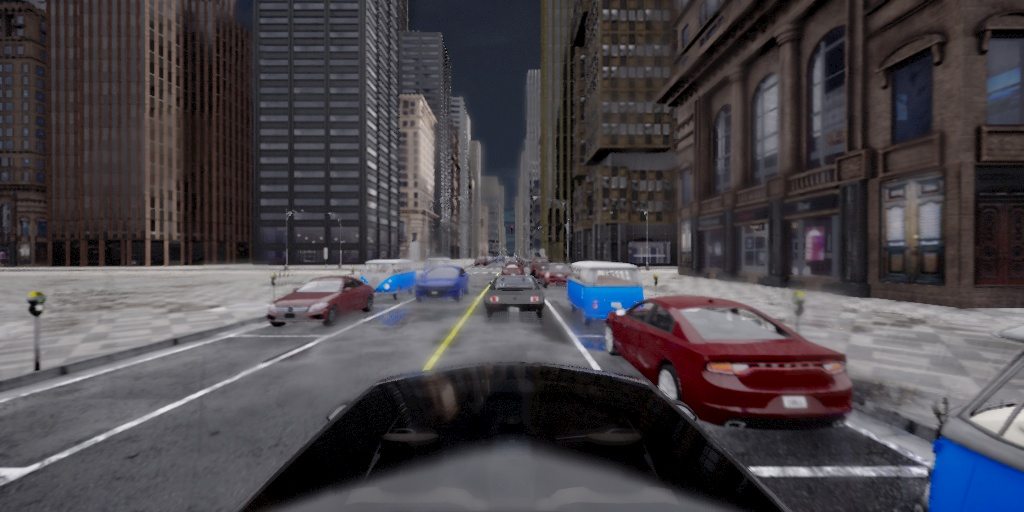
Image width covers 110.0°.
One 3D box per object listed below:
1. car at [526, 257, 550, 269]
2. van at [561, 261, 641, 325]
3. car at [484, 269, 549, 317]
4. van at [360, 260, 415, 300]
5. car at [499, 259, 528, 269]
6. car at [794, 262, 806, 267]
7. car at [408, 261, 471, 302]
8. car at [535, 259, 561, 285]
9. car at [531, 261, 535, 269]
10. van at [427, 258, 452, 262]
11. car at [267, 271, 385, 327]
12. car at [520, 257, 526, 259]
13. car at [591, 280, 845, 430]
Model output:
[{"bbox_3d":[2.763,0.995,34.115,2.192,1.841,5.009,0,0,0],"label":"car"},{"bbox_3d":[2.763,1.069,11.405,1.690,1.789,3.998,0,0,0],"label":"van"},{"bbox_3d":[0.092,1.326,13.002,1.895,1.301,4.718,0,0,0],"label":"car"},{"bbox_3d":[-5.762,1.057,17.073,1.690,1.789,3.998,0,0,0],"label":"van"},{"bbox_3d":[0.092,1.218,28.589,1.812,1.442,4.674,0,0,0],"label":"car"},{"bbox_3d":[39.239,1.126,46.278,5.357,1.411,2.033,0,0,0],"label":"car"},{"bbox_3d":[-3.098,1.194,16.825,1.882,1.535,5.008,0,0,0],"label":"car"},{"bbox_3d":[2.763,1.144,22.760,1.967,1.591,4.097,0,0,0],"label":"car"},{"bbox_3d":[2.763,1.274,28.437,1.802,1.307,4.207,0,0,0],"label":"car"},{"bbox_3d":[-5.762,1.033,28.428,1.690,1.789,3.998,0,0,0],"label":"van"},{"bbox_3d":[-5.762,1.310,11.395,1.802,1.307,4.207,0,0,0],"label":"car"},{"bbox_3d":[2.764,1.179,61.088,2.007,1.370,4.403,0,0,0],"label":"car"},{"bbox_3d":[2.762,1.286,5.727,1.888,1.381,4.507,0,0,0],"label":"car"}]
